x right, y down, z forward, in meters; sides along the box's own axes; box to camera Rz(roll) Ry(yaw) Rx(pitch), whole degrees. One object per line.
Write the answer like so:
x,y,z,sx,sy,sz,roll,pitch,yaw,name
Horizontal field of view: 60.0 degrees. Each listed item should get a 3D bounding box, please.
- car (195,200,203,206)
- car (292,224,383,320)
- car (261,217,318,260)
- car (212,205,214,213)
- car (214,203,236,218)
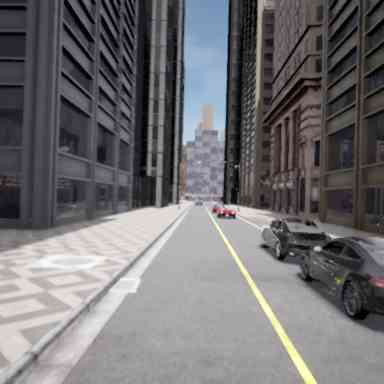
1.864,2.915,88.202,1.994,1.385,4.181,2,-1,1,car
3.964,1.743,7.645,1.812,1.442,4.674,2,-1,1,car
4.098,1.804,13.643,1.837,1.490,4.892,2,-1,1,car
3.982,2.343,48.615,1.994,1.385,4.181,2,-1,1,car
3.773,2.207,37.124,1.895,1.301,4.718,2,-1,2,car
